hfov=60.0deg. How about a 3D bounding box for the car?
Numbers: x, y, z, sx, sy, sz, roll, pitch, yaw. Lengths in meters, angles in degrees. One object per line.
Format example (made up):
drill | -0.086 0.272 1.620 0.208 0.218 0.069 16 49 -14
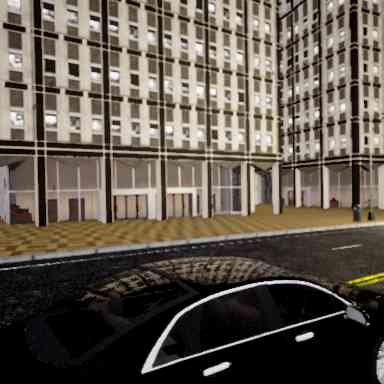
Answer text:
car | 0.470 1.498 3.636 4.892 1.490 1.837 -1 0 -34
